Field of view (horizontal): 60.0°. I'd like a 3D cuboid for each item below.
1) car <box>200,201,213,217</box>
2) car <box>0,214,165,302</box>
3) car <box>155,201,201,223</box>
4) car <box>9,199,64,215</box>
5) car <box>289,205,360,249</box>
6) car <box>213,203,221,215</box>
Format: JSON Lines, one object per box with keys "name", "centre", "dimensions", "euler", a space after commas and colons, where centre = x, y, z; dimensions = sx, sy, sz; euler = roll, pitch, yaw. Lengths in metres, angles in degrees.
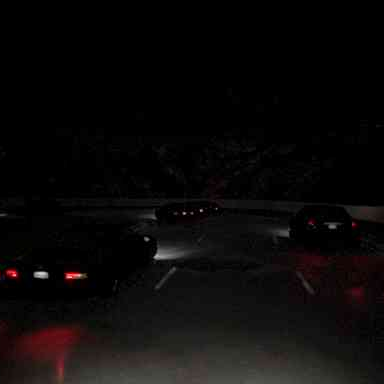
{"name": "car", "centre": [-0.479, 1.558, 30.013], "dimensions": [1.994, 1.385, 4.181], "euler": [0, 0, -38]}
{"name": "car", "centre": [-2.358, 1.546, 8.489], "dimensions": [2.033, 1.411, 5.357], "euler": [0, 0, 8]}
{"name": "car", "centre": [-1.403, 1.542, 25.573], "dimensions": [2.033, 1.411, 5.357], "euler": [0, 0, -20]}
{"name": "car", "centre": [-15.428, 1.499, 33.125], "dimensions": [4.892, 1.490, 1.837], "euler": [0, 0, -20]}
{"name": "car", "centre": [5.652, 1.349, 14.730], "dimensions": [2.097, 1.767, 4.553], "euler": [0, 0, 8]}
{"name": "car", "centre": [0.902, 1.557, 33.377], "dimensions": [4.181, 1.385, 1.994], "euler": [0, 0, 45]}
